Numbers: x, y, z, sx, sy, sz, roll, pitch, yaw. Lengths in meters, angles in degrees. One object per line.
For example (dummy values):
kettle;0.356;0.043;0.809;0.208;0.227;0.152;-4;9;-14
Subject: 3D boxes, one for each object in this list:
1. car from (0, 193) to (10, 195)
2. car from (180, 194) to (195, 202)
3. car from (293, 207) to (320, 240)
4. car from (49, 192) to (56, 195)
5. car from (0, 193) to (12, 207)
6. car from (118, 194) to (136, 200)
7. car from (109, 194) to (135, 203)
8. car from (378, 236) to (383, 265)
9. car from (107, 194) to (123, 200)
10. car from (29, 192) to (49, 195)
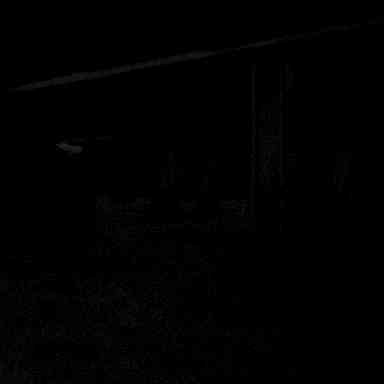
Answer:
car;-22.093;1.067;38.222;3.866;1.878;1.905;0;0;34
car;-0.279;1.263;68.831;5.027;1.636;2.152;0;0;34
car;5.574;1.618;18.455;2.242;1.667;4.611;0;0;34
car;-30.640;0.942;71.011;4.605;1.855;1.932;0;0;34
car;-26.700;1.049;45.398;4.605;1.855;1.932;0;0;34
car;-15.555;1.236;79.558;3.806;1.475;1.970;0;0;34
car;-13.324;1.238;63.443;3.633;1.501;1.845;0;0;34
car;7.769;1.482;11.668;1.905;1.878;3.866;0;0;34
car;-19.968;1.189;86.227;3.633;1.501;1.845;0;0;34
car;-31.951;0.928;68.386;3.866;1.878;1.905;0;0;34
